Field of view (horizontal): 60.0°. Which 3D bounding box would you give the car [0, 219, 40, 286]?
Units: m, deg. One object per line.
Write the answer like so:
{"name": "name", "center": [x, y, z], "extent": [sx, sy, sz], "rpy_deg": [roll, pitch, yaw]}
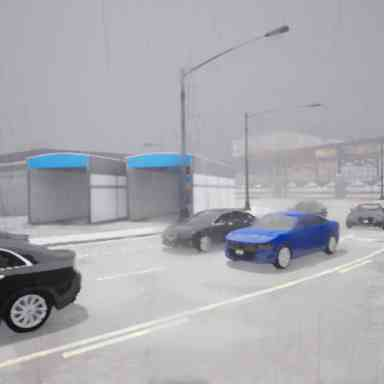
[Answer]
{"name": "car", "center": [-6.508, 1.592, 7.984], "extent": [4.892, 1.490, 1.837], "rpy_deg": [-1, 0, -37]}

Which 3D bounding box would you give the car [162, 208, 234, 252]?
{"name": "car", "center": [0.978, 1.469, 13.869], "extent": [4.892, 1.490, 1.837], "rpy_deg": [-1, 0, -43]}

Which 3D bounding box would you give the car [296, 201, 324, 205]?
{"name": "car", "center": [7.529, 1.356, 21.532], "extent": [1.837, 1.490, 4.892], "rpy_deg": [-1, 1, 33]}

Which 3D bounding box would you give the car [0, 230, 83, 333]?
{"name": "car", "center": [-4.292, 1.564, 5.284], "extent": [4.892, 1.490, 1.837], "rpy_deg": [-1, 0, -37]}

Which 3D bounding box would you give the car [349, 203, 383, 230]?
{"name": "car", "center": [10.424, 1.377, 19.628], "extent": [1.994, 1.385, 4.181], "rpy_deg": [-1, 0, 32]}

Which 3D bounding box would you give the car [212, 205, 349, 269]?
{"name": "car", "center": [3.181, 1.414, 11.198], "extent": [5.008, 1.535, 1.882], "rpy_deg": [-1, 0, -43]}
